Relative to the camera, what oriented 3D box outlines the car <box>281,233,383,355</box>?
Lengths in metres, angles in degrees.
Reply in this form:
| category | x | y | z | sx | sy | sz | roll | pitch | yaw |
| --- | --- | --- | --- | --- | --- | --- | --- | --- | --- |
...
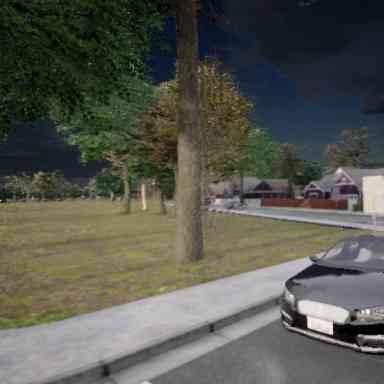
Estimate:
| category | x | y | z | sx | sy | sz | roll | pitch | yaw |
| --- | --- | --- | --- | --- | --- | --- | --- | --- | --- |
| car | 3.558 | 1.584 | 6.294 | 4.902 | 1.511 | 2.128 | 0 | -2 | -43 |

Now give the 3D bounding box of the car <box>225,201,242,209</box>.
| category | x | y | z | sx | sy | sz | roll | pitch | yaw |
| --- | --- | --- | --- | --- | --- | --- | --- | --- | --- |
| car | 8.061 | 2.502 | 65.085 | 1.895 | 1.301 | 4.718 | -2 | -1 | -13 |

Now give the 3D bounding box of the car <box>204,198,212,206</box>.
| category | x | y | z | sx | sy | sz | roll | pitch | yaw |
| --- | --- | --- | --- | --- | --- | --- | --- | --- | --- |
| car | 3.400 | 2.467 | 84.567 | 2.150 | 2.045 | 5.566 | -2 | 0 | -13 |

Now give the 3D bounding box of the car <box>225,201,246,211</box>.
| category | x | y | z | sx | sy | sz | roll | pitch | yaw |
| --- | --- | --- | --- | --- | --- | --- | --- | --- | --- |
| car | 7.371 | 2.340 | 55.456 | 1.812 | 1.442 | 4.674 | -2 | -1 | -13 |
